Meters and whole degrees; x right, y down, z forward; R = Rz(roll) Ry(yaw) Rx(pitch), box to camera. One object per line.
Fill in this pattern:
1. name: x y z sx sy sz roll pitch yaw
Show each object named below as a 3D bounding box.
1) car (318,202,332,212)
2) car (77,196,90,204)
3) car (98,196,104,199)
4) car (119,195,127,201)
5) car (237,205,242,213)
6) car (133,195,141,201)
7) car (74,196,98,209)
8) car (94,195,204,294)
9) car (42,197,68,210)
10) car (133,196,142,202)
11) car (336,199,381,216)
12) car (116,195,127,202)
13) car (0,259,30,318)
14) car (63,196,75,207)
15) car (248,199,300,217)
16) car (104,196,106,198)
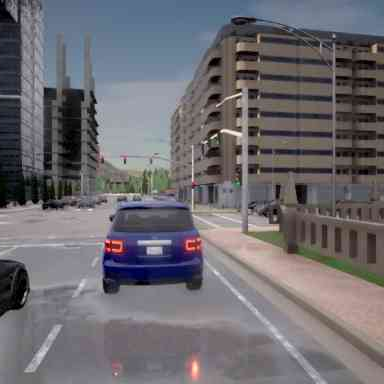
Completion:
1. car: 16.130 1.558 36.085 4.892 1.490 1.837 -1 0 -10
2. car: -21.471 1.525 65.943 1.812 1.442 4.674 0 0 -10
3. car: -16.161 1.526 55.235 1.812 1.442 4.674 0 0 -10
4. car: -17.922 1.548 86.681 1.994 1.385 4.181 0 0 -10
5. car: 7.060 1.560 34.478 4.892 1.490 1.837 0 0 -10
6. car: -14.472 1.535 87.273 2.033 1.411 5.357 0 0 -10
7. car: -14.646 1.505 46.338 1.837 1.490 4.892 0 0 -10
8. car: -1.088 1.221 9.059 2.150 2.045 5.566 0 0 -8
9. car: -17.459 1.601 42.000 1.895 1.301 4.718 0 0 -10
10. car: -12.772 1.548 77.356 1.994 1.385 4.181 0 0 -10
11. car: 16.725 1.619 32.633 4.181 1.385 1.994 0 0 -10
12. car: -16.202 1.524 76.651 2.128 1.511 4.902 0 0 -10
13. car: -4.092 1.564 5.077 1.994 1.385 4.181 0 0 -7
14. car: -18.958 1.352 50.769 2.097 1.767 4.553 0 0 -10
15. car: 8.029 1.407 31.095 4.553 1.767 2.097 0 0 -10
16. car: -18.075 1.564 66.861 1.994 1.385 4.181 0 0 -10
